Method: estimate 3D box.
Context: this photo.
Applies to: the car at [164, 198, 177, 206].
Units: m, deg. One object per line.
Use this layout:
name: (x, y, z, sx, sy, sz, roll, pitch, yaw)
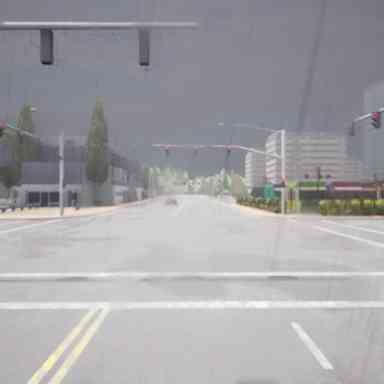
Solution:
car: (-3.496, 1.638, 55.599, 1.994, 1.385, 4.181, 0, 0, 0)
